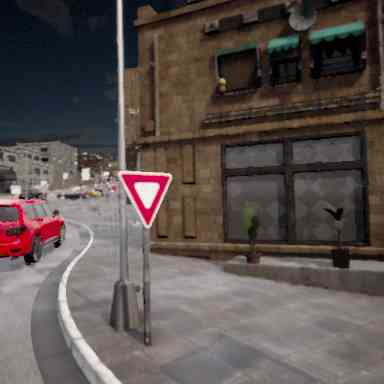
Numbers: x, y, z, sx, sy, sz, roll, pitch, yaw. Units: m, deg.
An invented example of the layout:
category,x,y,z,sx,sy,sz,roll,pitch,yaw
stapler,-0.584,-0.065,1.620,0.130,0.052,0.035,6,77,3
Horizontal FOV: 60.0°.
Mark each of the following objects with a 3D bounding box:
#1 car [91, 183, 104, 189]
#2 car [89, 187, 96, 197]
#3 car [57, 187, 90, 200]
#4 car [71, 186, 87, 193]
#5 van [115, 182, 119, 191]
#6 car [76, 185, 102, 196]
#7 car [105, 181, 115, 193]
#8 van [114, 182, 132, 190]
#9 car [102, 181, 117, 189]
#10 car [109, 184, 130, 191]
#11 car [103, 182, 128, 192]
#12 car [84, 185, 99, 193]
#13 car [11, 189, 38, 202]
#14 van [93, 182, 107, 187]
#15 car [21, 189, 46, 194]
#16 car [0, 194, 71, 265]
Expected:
category,x,y,z,sx,sy,sz,roll,pitch,yaw
car,-25.823,-1.589,90.998,1.837,1.490,4.892,-2,3,4
car,-19.710,0.360,58.283,4.674,1.452,2.002,-2,4,-16
car,-19.922,0.508,55.251,4.892,1.521,2.231,-2,3,-16
car,-26.648,-0.689,78.486,1.812,1.442,4.674,-2,3,4
van,-18.825,-0.835,73.398,4.442,1.987,1.878,-2,4,-16
car,-19.690,0.137,61.261,5.366,1.575,1.946,-2,4,-16
car,-19.141,-0.490,67.353,5.566,2.045,2.435,-2,4,-16
van,-17.801,-1.590,85.605,4.442,1.987,1.878,-2,3,-16
car,-22.560,-1.961,91.207,2.150,2.045,5.566,-2,3,4
car,-18.113,-1.172,82.547,4.892,1.521,2.231,-2,3,-16
car,-18.287,-1.239,79.511,5.566,2.045,2.435,-2,3,-16
car,-23.434,-0.769,77.850,1.812,1.442,4.674,-2,3,4
car,-27.942,0.598,55.656,2.097,1.767,4.553,-2,3,2
van,-19.204,-0.283,64.369,4.442,1.987,1.878,-2,3,-16
car,-25.070,0.573,52.413,2.150,2.045,5.566,-2,4,4
car,-6.220,1.276,11.971,2.150,2.045,5.566,-1,1,-8
